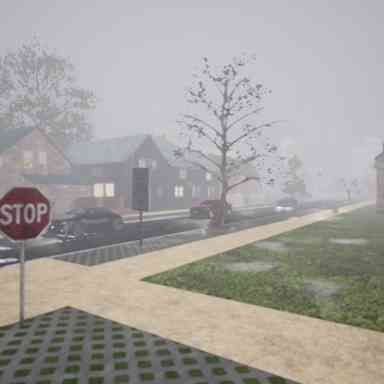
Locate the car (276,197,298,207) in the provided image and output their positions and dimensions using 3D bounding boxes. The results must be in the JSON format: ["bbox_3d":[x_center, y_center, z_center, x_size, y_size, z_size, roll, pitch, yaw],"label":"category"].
[{"bbox_3d":[13.017,1.313,45.368,1.994,1.385,4.181,1,1,34],"label":"car"}]

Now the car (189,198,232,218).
[{"bbox_3d":[1.681,1.329,28.547,1.882,1.535,5.008,1,1,34],"label":"car"}]

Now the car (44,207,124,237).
[{"bbox_3d":[-5.600,1.484,17.612,1.994,1.385,4.181,1,1,34],"label":"car"}]
